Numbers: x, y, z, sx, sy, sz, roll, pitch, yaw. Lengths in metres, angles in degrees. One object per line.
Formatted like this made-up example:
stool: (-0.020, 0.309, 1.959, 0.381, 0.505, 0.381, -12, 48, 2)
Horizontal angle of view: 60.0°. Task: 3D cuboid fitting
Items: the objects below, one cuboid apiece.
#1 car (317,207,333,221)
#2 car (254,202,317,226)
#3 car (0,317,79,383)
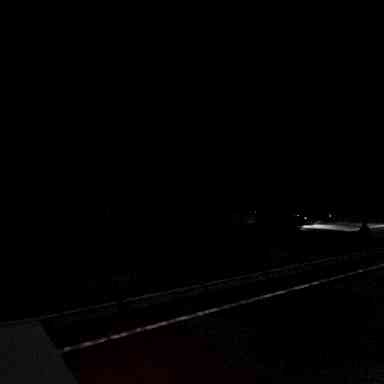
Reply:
car: (8.989, 1.585, 27.268, 2.128, 1.511, 4.902, 0, -1, -39)
car: (6.631, 1.651, 24.618, 1.994, 1.385, 4.181, 0, -1, -39)
car: (-3.122, 1.601, 1.722, 4.718, 1.301, 1.895, 0, 0, -35)
